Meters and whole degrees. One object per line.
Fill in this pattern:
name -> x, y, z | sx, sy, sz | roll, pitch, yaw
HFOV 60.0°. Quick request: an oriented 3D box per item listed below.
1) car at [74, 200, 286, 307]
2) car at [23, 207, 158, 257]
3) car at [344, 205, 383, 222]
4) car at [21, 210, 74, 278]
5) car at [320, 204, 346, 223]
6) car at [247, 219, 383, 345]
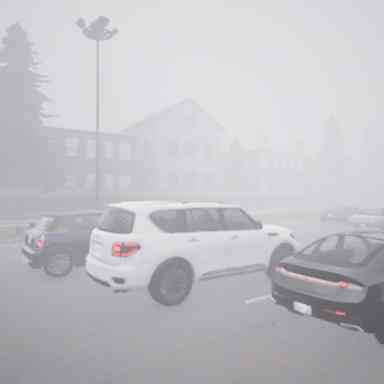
car -> 0.282, 1.232, 8.247 | 5.566, 2.045, 2.150 | 0, 0, -35
car -> -4.047, 1.487, 13.757 | 5.008, 1.535, 1.882 | 0, 0, -36
car -> 11.820, 1.647, 20.773 | 4.718, 1.301, 1.895 | 0, 0, -35
car -> -2.728, 1.360, 10.399 | 4.553, 1.767, 2.097 | 0, 0, -36
car -> 11.432, 1.614, 24.799 | 4.181, 1.385, 1.994 | 0, 0, -36
car -> 3.606, 1.505, 6.318 | 4.902, 1.511, 2.128 | 0, 0, -35
